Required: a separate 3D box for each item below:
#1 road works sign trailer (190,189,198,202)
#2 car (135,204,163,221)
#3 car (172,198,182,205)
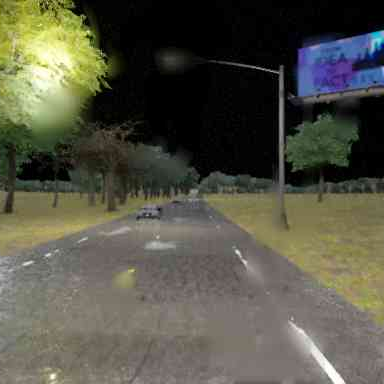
[{"bbox_3d":[0.592,0.928,93.200,2.380,3.560,2.880,0,0,1],"label":"road works sign trailer"},{"bbox_3d":[-3.580,1.686,28.557,1.994,1.385,4.181,0,0,0],"label":"car"},{"bbox_3d":[-3.210,1.999,70.069,1.895,1.301,4.718,0,0,1],"label":"car"}]
